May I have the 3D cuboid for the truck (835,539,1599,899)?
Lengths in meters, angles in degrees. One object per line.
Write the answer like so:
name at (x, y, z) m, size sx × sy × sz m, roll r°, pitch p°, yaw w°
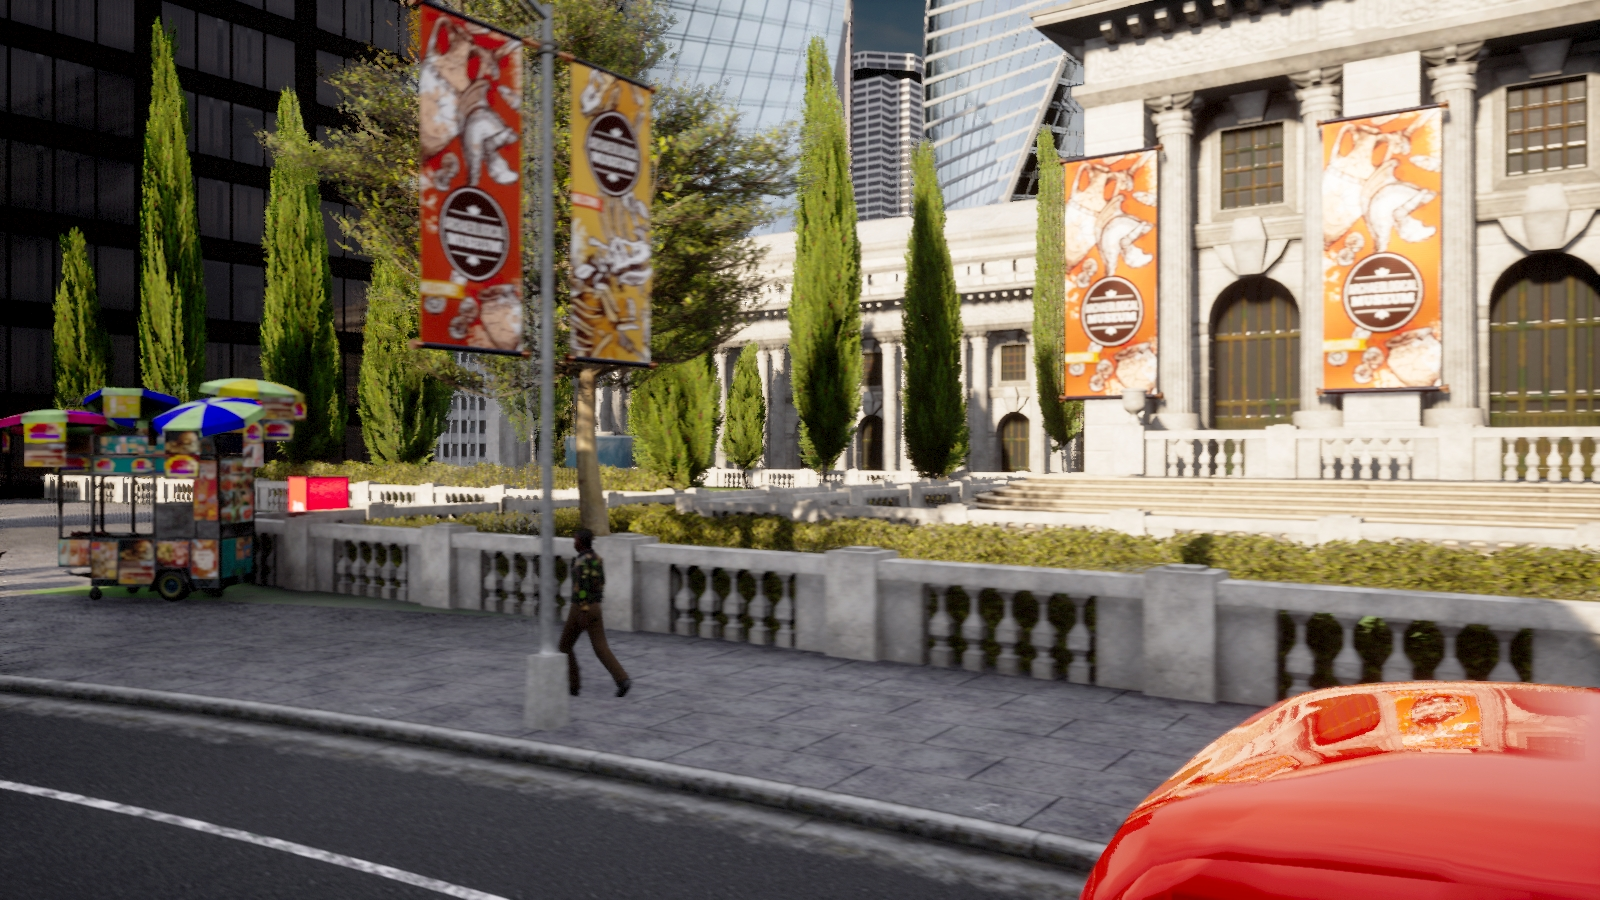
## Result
truck at (2.949, 1.568, 1.718) m, size 5.204 × 2.467 × 2.627 m, roll 0°, pitch 0°, yaw 35°

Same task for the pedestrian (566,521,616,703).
pedestrian at (-2.211, 1.696, 12.104) m, size 0.375 × 1.860 × 0.375 m, roll 0°, pitch 0°, yaw 24°
